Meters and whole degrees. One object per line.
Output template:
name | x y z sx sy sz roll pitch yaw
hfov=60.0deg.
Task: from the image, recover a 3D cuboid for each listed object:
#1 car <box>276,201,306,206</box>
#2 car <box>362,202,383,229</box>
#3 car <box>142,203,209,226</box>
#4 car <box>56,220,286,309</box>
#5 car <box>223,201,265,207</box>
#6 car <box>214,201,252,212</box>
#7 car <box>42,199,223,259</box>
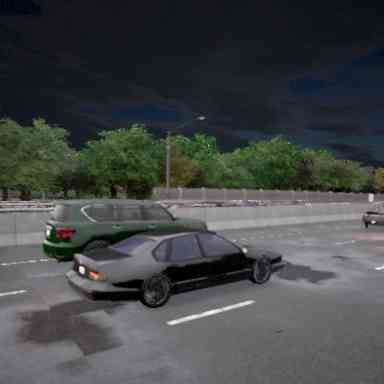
car | 11.092 1.760 37.794 4.892 1.490 1.837 1 0 -36
car | 13.058 1.655 21.735 4.902 1.511 2.128 1 0 -36
car | -1.157 1.633 24.704 4.674 1.442 1.812 0 0 -36
car | -0.121 1.585 7.973 5.357 1.411 2.033 0 0 -36
car | 6.183 1.768 38.586 5.357 1.411 2.033 1 0 -36
car | 5.180 1.839 42.171 4.718 1.301 1.895 1 -1 -36
car | -1.900 1.265 11.002 5.566 2.045 2.150 0 0 -36
